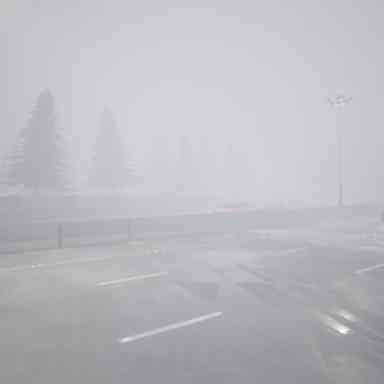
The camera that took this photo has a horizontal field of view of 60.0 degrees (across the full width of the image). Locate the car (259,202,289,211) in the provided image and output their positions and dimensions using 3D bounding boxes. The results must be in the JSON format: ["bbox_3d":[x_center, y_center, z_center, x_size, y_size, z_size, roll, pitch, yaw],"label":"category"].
[{"bbox_3d":[9.917,1.961,40.639,2.033,1.411,5.357,-1,-1,44],"label":"car"}]

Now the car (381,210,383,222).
[{"bbox_3d":[16.955,1.722,27.344,1.812,1.442,4.674,-1,-1,44],"label":"car"}]

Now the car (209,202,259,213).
[{"bbox_3d":[3.458,1.683,29.401,4.553,1.767,2.097,0,-1,-43],"label":"car"}]

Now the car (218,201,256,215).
[{"bbox_3d":[5.608,1.947,41.219,2.128,1.511,4.902,-1,-1,44],"label":"car"}]

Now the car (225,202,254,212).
[{"bbox_3d":[6.881,2.124,47.701,1.895,1.301,4.718,-1,-1,42],"label":"car"}]
